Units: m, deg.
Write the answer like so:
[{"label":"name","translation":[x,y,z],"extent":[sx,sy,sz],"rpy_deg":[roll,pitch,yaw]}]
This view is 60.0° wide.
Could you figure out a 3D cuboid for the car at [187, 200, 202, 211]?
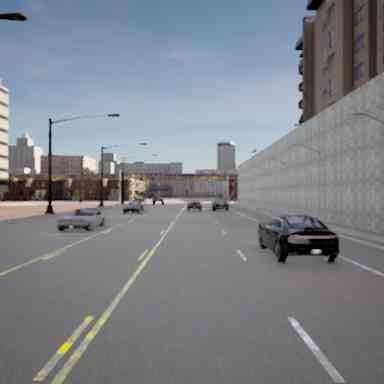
[{"label":"car","translation":[0.342,1.814,46.117],"extent":[1.837,1.490,4.892],"rpy_deg":[0,0,1]}]

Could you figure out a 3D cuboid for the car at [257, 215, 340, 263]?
[{"label":"car","translation":[3.693,1.579,12.301],"extent":[2.128,1.511,4.902],"rpy_deg":[0,0,0]}]

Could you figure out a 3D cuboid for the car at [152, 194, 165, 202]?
[{"label":"car","translation":[-6.533,1.299,64.705],"extent":[2.150,2.045,5.566],"rpy_deg":[0,0,0]}]

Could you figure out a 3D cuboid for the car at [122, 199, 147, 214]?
[{"label":"car","translation":[-6.723,1.852,38.932],"extent":[2.033,1.411,5.357],"rpy_deg":[0,0,0]}]

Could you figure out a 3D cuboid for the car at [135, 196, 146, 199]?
[{"label":"car","translation":[-10.033,1.547,64.759],"extent":[1.882,1.535,5.008],"rpy_deg":[0,0,0]}]

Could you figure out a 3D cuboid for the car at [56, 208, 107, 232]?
[{"label":"car","translation":[-6.948,1.733,21.352],"extent":[1.895,1.301,4.718],"rpy_deg":[0,0,0]}]

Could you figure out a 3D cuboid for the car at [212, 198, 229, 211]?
[{"label":"car","translation":[3.844,1.663,46.093],"extent":[2.097,1.767,4.553],"rpy_deg":[0,0,1]}]
